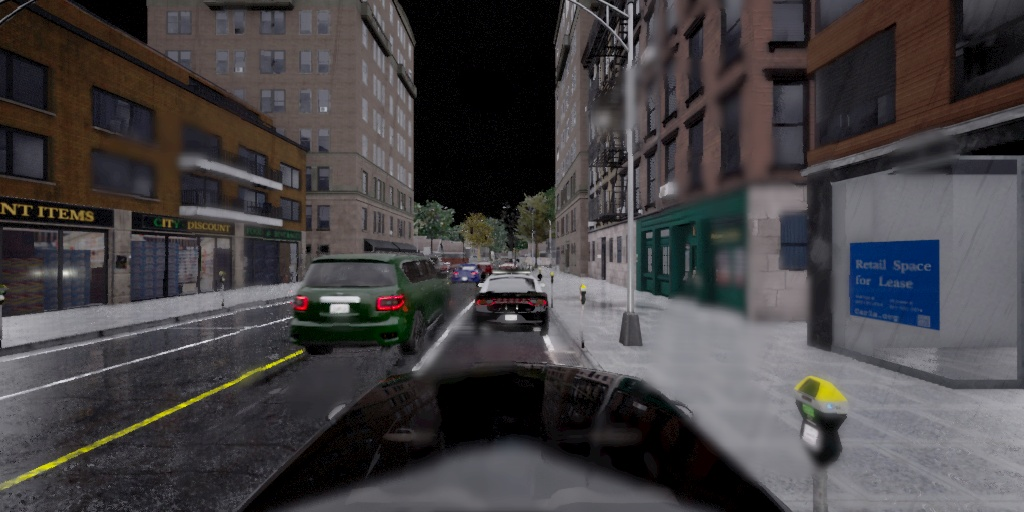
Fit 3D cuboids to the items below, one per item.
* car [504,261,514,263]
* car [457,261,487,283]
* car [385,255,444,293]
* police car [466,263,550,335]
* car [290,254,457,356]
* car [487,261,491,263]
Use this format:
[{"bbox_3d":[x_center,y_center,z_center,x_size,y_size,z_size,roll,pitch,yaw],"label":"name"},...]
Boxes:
[{"bbox_3d":[-0.383,1.281,29.411,1.751,1.417,4.829,0,0,0],"label":"car"},{"bbox_3d":[-3.028,1.279,25.172,1.812,1.442,4.674,0,0,0],"label":"car"},{"bbox_3d":[-5.869,0.973,22.366,2.150,2.045,5.566,0,0,0],"label":"car"},{"bbox_3d":[-0.012,1.175,10.610,1.930,1.638,5.238,0,0,0],"label":"police car"},{"bbox_3d":[-2.921,0.973,8.756,2.150,2.045,5.566,0,0,0],"label":"car"},{"bbox_3d":[-2.923,1.240,37.948,1.882,1.535,5.008,0,0,0],"label":"car"}]
